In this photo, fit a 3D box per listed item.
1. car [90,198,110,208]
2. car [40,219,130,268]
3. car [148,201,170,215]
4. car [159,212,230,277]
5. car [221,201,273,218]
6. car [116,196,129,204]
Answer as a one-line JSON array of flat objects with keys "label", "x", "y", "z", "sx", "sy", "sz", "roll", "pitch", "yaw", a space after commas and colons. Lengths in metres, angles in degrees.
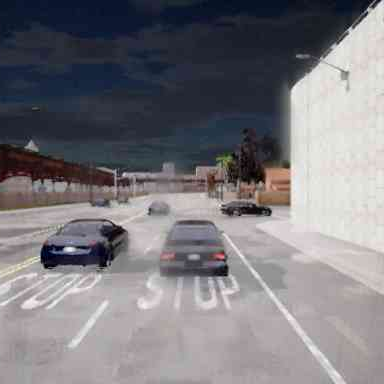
[{"label": "car", "x": -14.083, "y": 1.679, "z": 51.517, "sx": 2.033, "sy": 1.411, "sz": 5.357, "roll": 0, "pitch": 0, "yaw": 0}, {"label": "car", "x": -3.431, "y": 1.595, "z": 11.382, "sx": 1.994, "sy": 1.385, "sz": 4.181, "roll": 0, "pitch": 0, "yaw": 0}, {"label": "car", "x": -3.403, "y": 1.660, "z": 34.950, "sx": 1.994, "sy": 1.385, "sz": 4.181, "roll": 0, "pitch": 0, "yaw": 0}, {"label": "car", "x": 0.064, "y": 1.578, "z": 10.281, "sx": 2.033, "sy": 1.411, "sz": 5.357, "roll": 0, "pitch": 0, "yaw": 0}, {"label": "car", "x": 5.155, "y": 1.601, "z": 31.198, "sx": 4.892, "sy": 1.490, "sz": 1.837, "roll": 0, "pitch": -4, "yaw": -12}, {"label": "car", "x": -13.996, "y": 1.676, "z": 67.303, "sx": 1.837, "sy": 1.490, "sz": 4.892, "roll": 0, "pitch": 0, "yaw": 0}]
